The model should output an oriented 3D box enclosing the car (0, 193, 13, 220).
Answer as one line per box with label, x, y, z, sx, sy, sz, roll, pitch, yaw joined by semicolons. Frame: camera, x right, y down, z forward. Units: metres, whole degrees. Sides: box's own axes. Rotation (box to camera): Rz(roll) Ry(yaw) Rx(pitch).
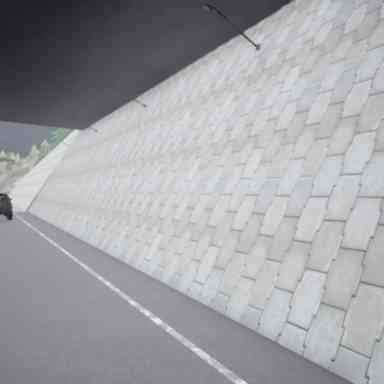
car;-15.450;1.057;26.166;2.150;2.045;5.566;0;0;-32
